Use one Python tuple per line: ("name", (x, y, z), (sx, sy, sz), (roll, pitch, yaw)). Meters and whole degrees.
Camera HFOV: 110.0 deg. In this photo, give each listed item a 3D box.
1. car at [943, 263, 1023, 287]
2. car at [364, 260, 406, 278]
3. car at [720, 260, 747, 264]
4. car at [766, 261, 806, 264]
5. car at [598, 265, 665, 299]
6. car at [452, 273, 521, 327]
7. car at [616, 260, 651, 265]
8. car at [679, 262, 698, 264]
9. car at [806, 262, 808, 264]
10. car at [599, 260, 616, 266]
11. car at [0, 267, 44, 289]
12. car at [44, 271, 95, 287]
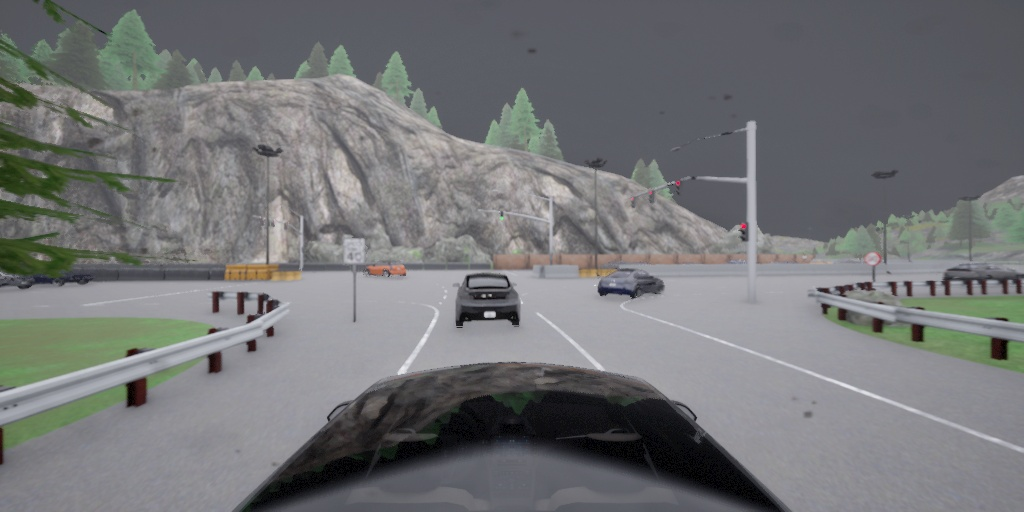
("car", (32.097, 1.251, 24.338), (4.902, 1.511, 2.128), (0, 0, -9))
("car", (-12.854, 1.234, 36.114), (4.553, 1.767, 2.097), (0, 0, 33))
("car", (32.905, 1.322, 52.969), (5.008, 1.535, 1.882), (0, 0, -8))
("car", (34.098, 1.369, 46.098), (5.357, 1.411, 2.033), (0, 0, -8))
("car", (6.260, 1.356, 18.671), (1.994, 1.385, 4.181), (-1, -1, 44))
("car", (-0.862, 1.291, 11.742), (1.837, 1.490, 4.892), (0, 0, -7))
("car", (16.328, 1.421, 46.919), (4.181, 1.385, 1.994), (0, 0, -9))
("car", (21.477, 1.403, 44.164), (4.181, 1.385, 1.994), (0, 0, -9))
("car", (38.393, 1.391, 50.322), (4.181, 1.385, 1.994), (0, 0, -10))
("car", (14.560, 1.362, 50.189), (4.902, 1.511, 2.128), (0, 0, -9))
("car", (-32.187, 1.360, 21.632), (4.674, 1.442, 1.812), (0, 0, -8))
("car", (-32.631, 1.447, 25.102), (4.718, 1.301, 1.895), (0, 0, -8))
